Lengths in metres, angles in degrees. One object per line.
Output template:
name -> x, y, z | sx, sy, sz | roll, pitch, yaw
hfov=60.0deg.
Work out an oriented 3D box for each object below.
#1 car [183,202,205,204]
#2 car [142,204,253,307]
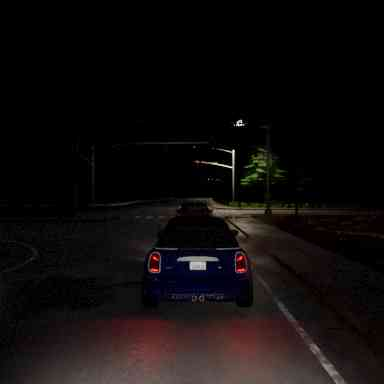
car -> 0.116, 1.338, 18.237 | 2.097, 1.767, 4.553 | 0, 0, 0
car -> 0.106, 1.347, 8.116 | 2.097, 1.767, 4.553 | 0, 0, 0
